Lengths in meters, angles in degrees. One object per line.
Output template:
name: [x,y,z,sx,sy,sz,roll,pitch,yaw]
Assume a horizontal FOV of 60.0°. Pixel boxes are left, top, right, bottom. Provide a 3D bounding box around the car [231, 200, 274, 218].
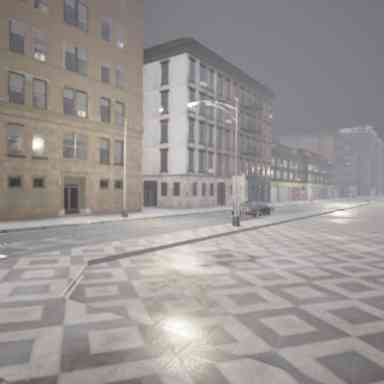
car: [5.332,1.420,28.706,2.033,1.411,5.357,1,1,35]
